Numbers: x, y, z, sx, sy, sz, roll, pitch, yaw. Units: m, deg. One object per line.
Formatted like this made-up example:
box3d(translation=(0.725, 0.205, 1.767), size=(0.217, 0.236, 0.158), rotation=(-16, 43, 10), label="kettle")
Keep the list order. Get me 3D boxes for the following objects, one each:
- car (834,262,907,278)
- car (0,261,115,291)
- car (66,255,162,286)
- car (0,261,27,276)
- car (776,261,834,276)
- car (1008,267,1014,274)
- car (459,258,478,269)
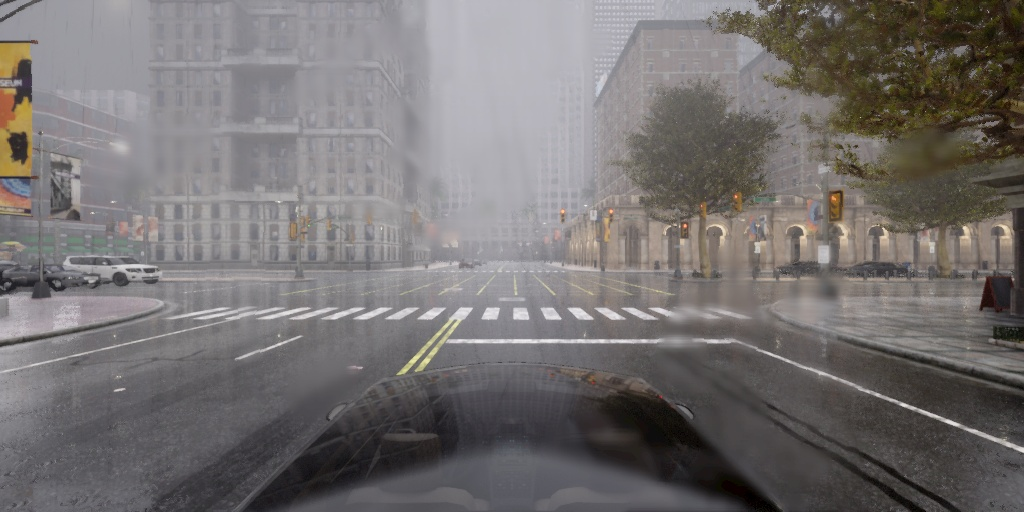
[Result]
box3d(translation=(32.666, 1.254, 32.437), size=(4.892, 1.490, 1.837), rotation=(0, 0, 0), label="car")
box3d(translation=(-27.067, 1.241, 21.036), size=(4.902, 1.511, 2.128), rotation=(0, 0, 0), label="car")
box3d(translation=(-27.388, 0.971, 24.552), size=(5.566, 2.045, 2.150), rotation=(0, 0, 2), label="car")
box3d(translation=(-52.548, 1.255, 36.916), size=(4.892, 1.490, 1.837), rotation=(0, 0, 20), label="car")
box3d(translation=(29.190, 1.254, 35.955), size=(4.892, 1.490, 1.837), rotation=(0, 0, 0), label="car")
box3d(translation=(53.036, 1.351, 35.773), size=(4.718, 1.301, 1.895), rotation=(0, 0, 1), label="car")
box3d(translation=(-7.120, 1.102, 56.621), size=(2.097, 1.767, 4.553), rotation=(0, 0, 0), label="car")
